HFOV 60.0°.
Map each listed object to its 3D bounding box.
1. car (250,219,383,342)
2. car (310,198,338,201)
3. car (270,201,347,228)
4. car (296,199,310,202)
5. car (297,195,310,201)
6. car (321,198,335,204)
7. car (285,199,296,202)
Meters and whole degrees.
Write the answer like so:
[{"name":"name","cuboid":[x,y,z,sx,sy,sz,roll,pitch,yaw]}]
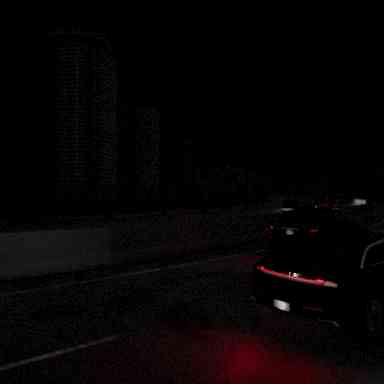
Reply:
[{"name":"car","cuboid":[3.258,1.519,6.597,4.902,1.511,2.128,0,0,-39]},{"name":"car","cuboid":[14.037,1.489,34.161,2.097,1.767,4.553,0,0,34]},{"name":"car","cuboid":[4.894,1.403,12.673,4.553,1.767,2.097,0,0,-42]},{"name":"car","cuboid":[14.966,1.692,42.189,1.812,1.442,4.674,0,0,30]},{"name":"car","cuboid":[27.079,1.456,80.860,2.128,1.511,4.902,0,0,8]},{"name":"car","cuboid":[29.326,1.878,71.798,1.895,1.301,4.718,0,0,10]},{"name":"car","cuboid":[14.644,1.738,48.926,2.033,1.411,5.357,0,0,26]}]
